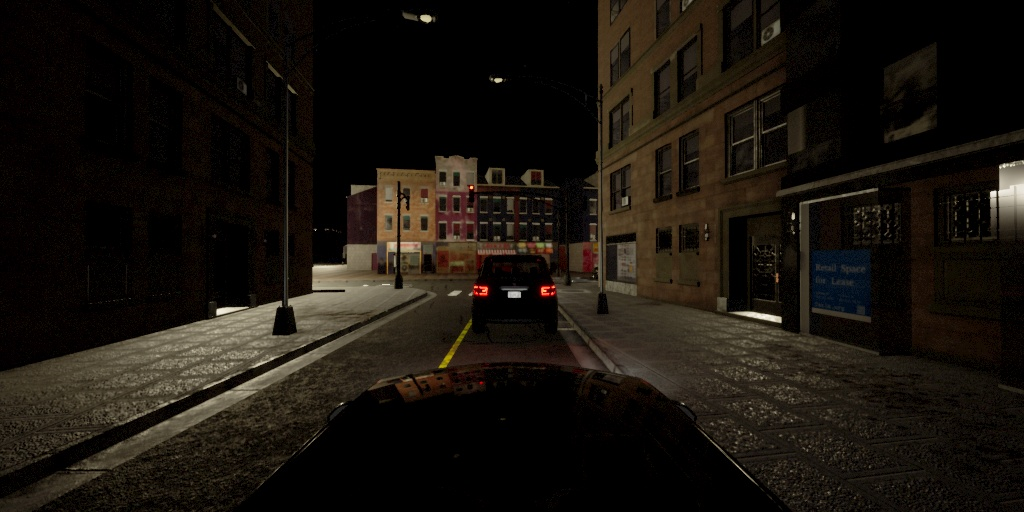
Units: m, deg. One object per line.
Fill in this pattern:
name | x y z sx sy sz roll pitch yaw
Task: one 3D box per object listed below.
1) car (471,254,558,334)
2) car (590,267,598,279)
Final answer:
car | 0.095 0.973 10.829 2.150 2.045 5.566 0 0 1
car | 8.880 1.090 29.837 4.553 1.767 2.097 0 0 -10
